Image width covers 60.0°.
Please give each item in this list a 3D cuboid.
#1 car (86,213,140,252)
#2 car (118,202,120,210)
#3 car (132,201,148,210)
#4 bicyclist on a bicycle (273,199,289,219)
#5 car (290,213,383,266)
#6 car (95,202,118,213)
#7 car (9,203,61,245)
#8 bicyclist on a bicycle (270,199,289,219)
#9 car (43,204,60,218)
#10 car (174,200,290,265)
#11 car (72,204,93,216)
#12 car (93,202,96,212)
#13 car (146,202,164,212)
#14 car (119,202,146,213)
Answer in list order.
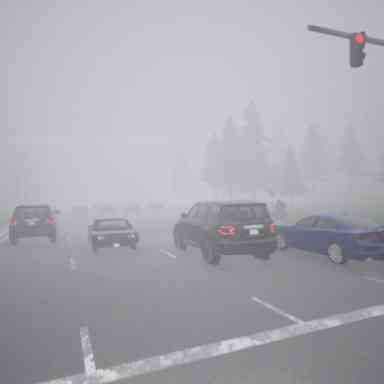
[{"bbox_3d":[-3.778,1.872,15.397,1.895,1.301,4.718,-1,-1,-20],"label":"car"},{"bbox_3d":[-12.325,2.478,56.778,1.812,1.442,4.674,-1,-1,-21],"label":"car"},{"bbox_3d":[-9.162,2.407,58.300,1.812,1.442,4.674,-1,-1,-21],"label":"car"},{"bbox_3d":[7.295,1.394,27.054,1.656,1.620,0.582,-1,-1,-31],"label":"bicyclist on a bicycle"},{"bbox_3d":[4.804,1.473,11.739,1.882,1.535,5.008,-1,-1,-17],"label":"car"},{"bbox_3d":[-11.931,2.334,46.385,1.837,1.490,4.892,-1,-1,-21],"label":"car"},{"bbox_3d":[-8.673,1.663,18.580,2.150,2.045,5.566,-1,0,-21],"label":"car"},{"bbox_3d":[7.283,1.400,27.618,1.656,1.620,0.582,-1,-1,-34],"label":"bicyclist on a bicycle"},{"bbox_3d":[-18.816,2.479,44.765,1.882,1.535,5.008,-1,0,-21],"label":"car"},{"bbox_3d":[0.980,1.331,12.463,2.150,2.045,5.566,-1,0,-19],"label":"car"},{"bbox_3d":[-14.960,2.385,44.516,2.128,1.511,4.902,-1,-1,-21],"label":"car"},{"bbox_3d":[-15.746,2.389,55.916,2.097,1.767,4.553,-1,-1,-21],"label":"car"},{"bbox_3d":[-5.481,2.186,49.105,1.837,1.490,4.892,-1,-1,-21],"label":"car"},{"bbox_3d":[-8.516,2.236,47.256,2.128,1.511,4.902,-1,-1,-21],"label":"car"}]
